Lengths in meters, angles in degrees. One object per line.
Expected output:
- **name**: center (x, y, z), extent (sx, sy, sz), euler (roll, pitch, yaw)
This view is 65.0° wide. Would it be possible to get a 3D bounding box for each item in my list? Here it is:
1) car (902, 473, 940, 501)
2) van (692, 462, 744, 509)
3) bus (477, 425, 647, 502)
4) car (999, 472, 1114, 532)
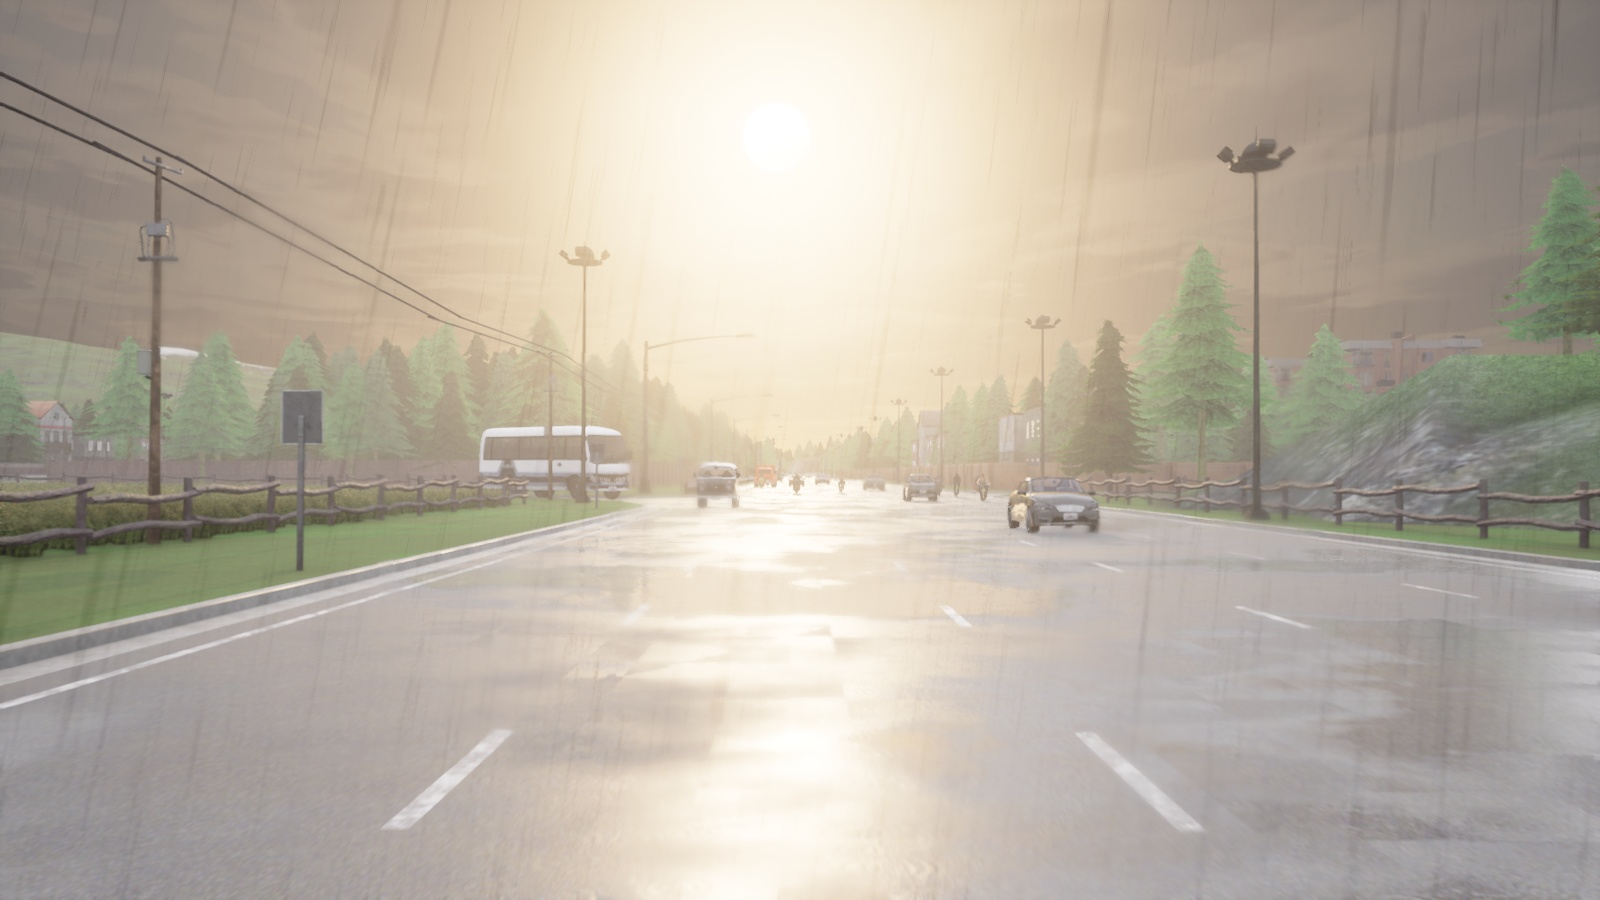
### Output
- **car**: center (6.825, 2.063, 70.952), extent (1.789, 1.549, 3.705), euler (0, -1, 0)
- **van**: center (-3.640, 1.585, 56.373), extent (2.069, 2.038, 4.480), euler (0, -1, 0)
- **bus**: center (-14.081, 0.844, 73.799), extent (10.273, 4.253, 3.944), euler (-1, -1, 37)
- **car**: center (6.915, 1.373, 34.402), extent (2.128, 1.511, 4.902), euler (0, -1, 0)
